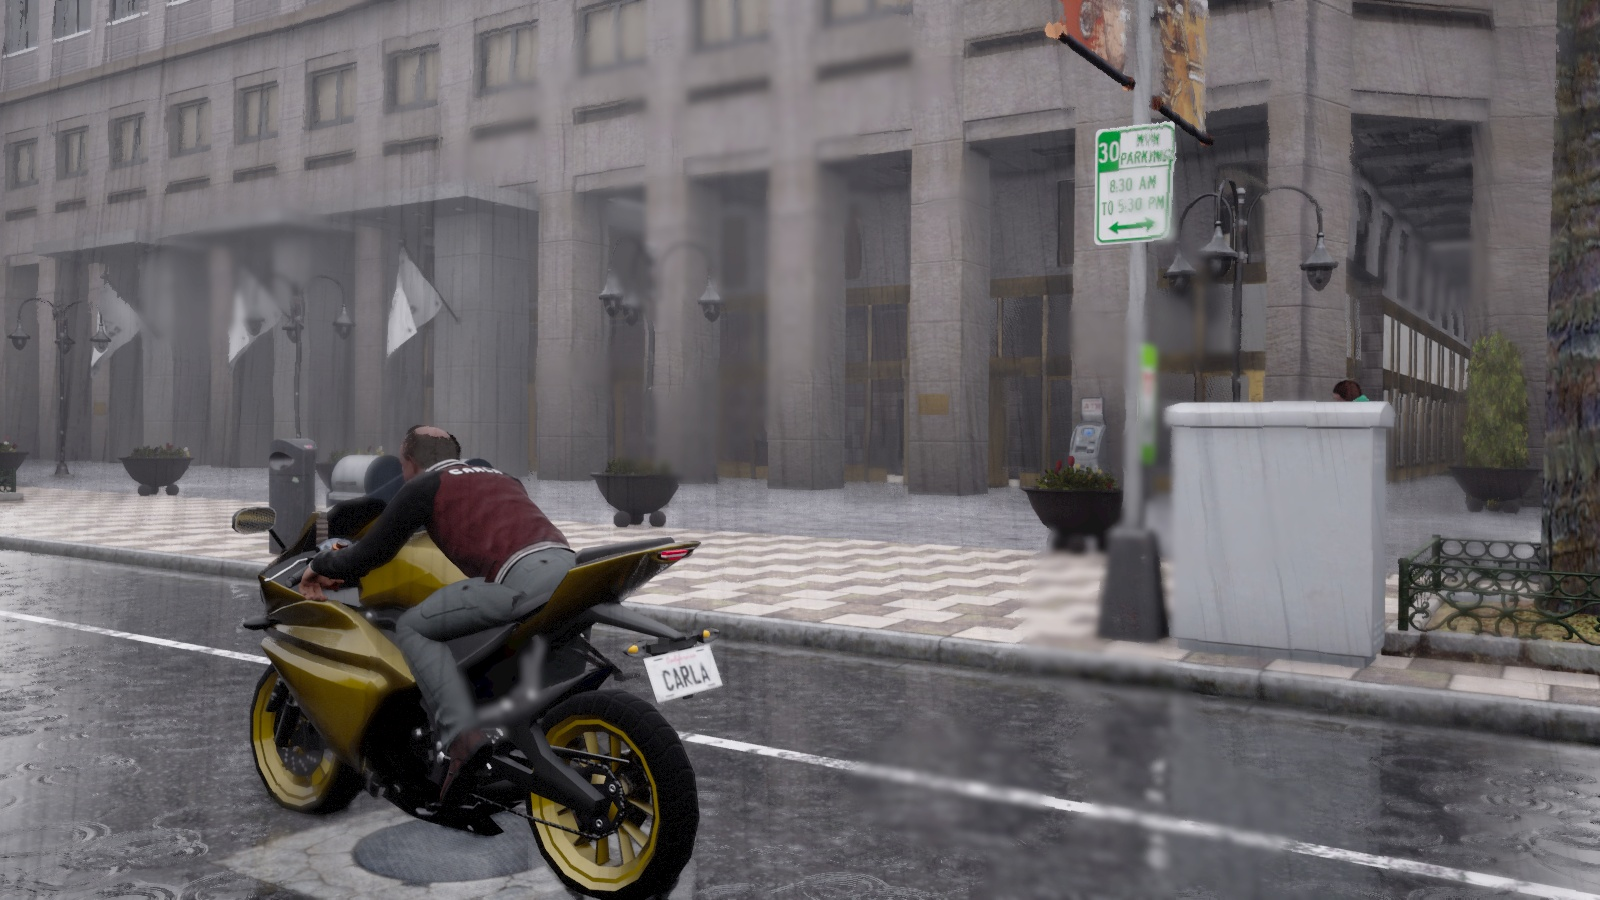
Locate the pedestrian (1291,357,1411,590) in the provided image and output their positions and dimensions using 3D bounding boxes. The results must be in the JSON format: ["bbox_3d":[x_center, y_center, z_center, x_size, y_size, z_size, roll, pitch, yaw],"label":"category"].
[{"bbox_3d":[4.840,0.194,11.025,0.873,1.952,0.659,0,1,32],"label":"pedestrian"}]

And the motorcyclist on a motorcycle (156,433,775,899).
[{"bbox_3d":[-1.241,0.717,4.448,2.191,1.530,0.866,0,1,34],"label":"motorcyclist on a motorcycle"}]
